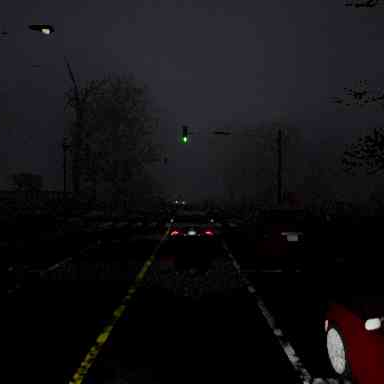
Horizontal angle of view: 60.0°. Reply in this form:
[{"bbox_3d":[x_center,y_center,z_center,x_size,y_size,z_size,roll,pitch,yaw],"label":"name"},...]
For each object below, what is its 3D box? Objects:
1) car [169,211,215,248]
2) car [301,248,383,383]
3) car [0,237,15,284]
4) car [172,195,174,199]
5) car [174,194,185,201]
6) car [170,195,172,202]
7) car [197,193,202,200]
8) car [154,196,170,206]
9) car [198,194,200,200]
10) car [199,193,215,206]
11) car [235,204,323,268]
[{"bbox_3d":[0.000,1.560,14.652,2.033,1.411,5.357,0,0,0],"label":"car"},{"bbox_3d":[2.571,1.542,2.594,1.887,1.381,4.507,-1,0,0],"label":"car"},{"bbox_3d":[-5.397,1.563,6.890,1.947,1.339,4.313,-1,0,0],"label":"car"},{"bbox_3d":[-5.324,1.556,67.557,1.947,1.339,4.313,-1,0,0],"label":"car"},{"bbox_3d":[-2.749,1.294,78.837,2.097,1.767,4.553,0,0,0],"label":"car"},{"bbox_3d":[-5.324,1.556,61.869,1.947,1.339,4.313,-1,0,0],"label":"car"},{"bbox_3d":[2.556,1.557,78.932,1.947,1.339,4.313,-1,0,0],"label":"car"},{"bbox_3d":[-5.326,1.557,56.182,1.947,1.339,4.313,-1,0,0],"label":"car"},{"bbox_3d":[2.556,1.535,61.866,1.887,1.381,4.507,-1,0,0],"label":"car"},{"bbox_3d":[2.609,1.432,53.165,1.967,1.590,4.097,-1,0,0],"label":"car"},{"bbox_3d":[2.682,1.312,11.231,2.192,1.841,5.009,-1,0,0],"label":"car"}]
